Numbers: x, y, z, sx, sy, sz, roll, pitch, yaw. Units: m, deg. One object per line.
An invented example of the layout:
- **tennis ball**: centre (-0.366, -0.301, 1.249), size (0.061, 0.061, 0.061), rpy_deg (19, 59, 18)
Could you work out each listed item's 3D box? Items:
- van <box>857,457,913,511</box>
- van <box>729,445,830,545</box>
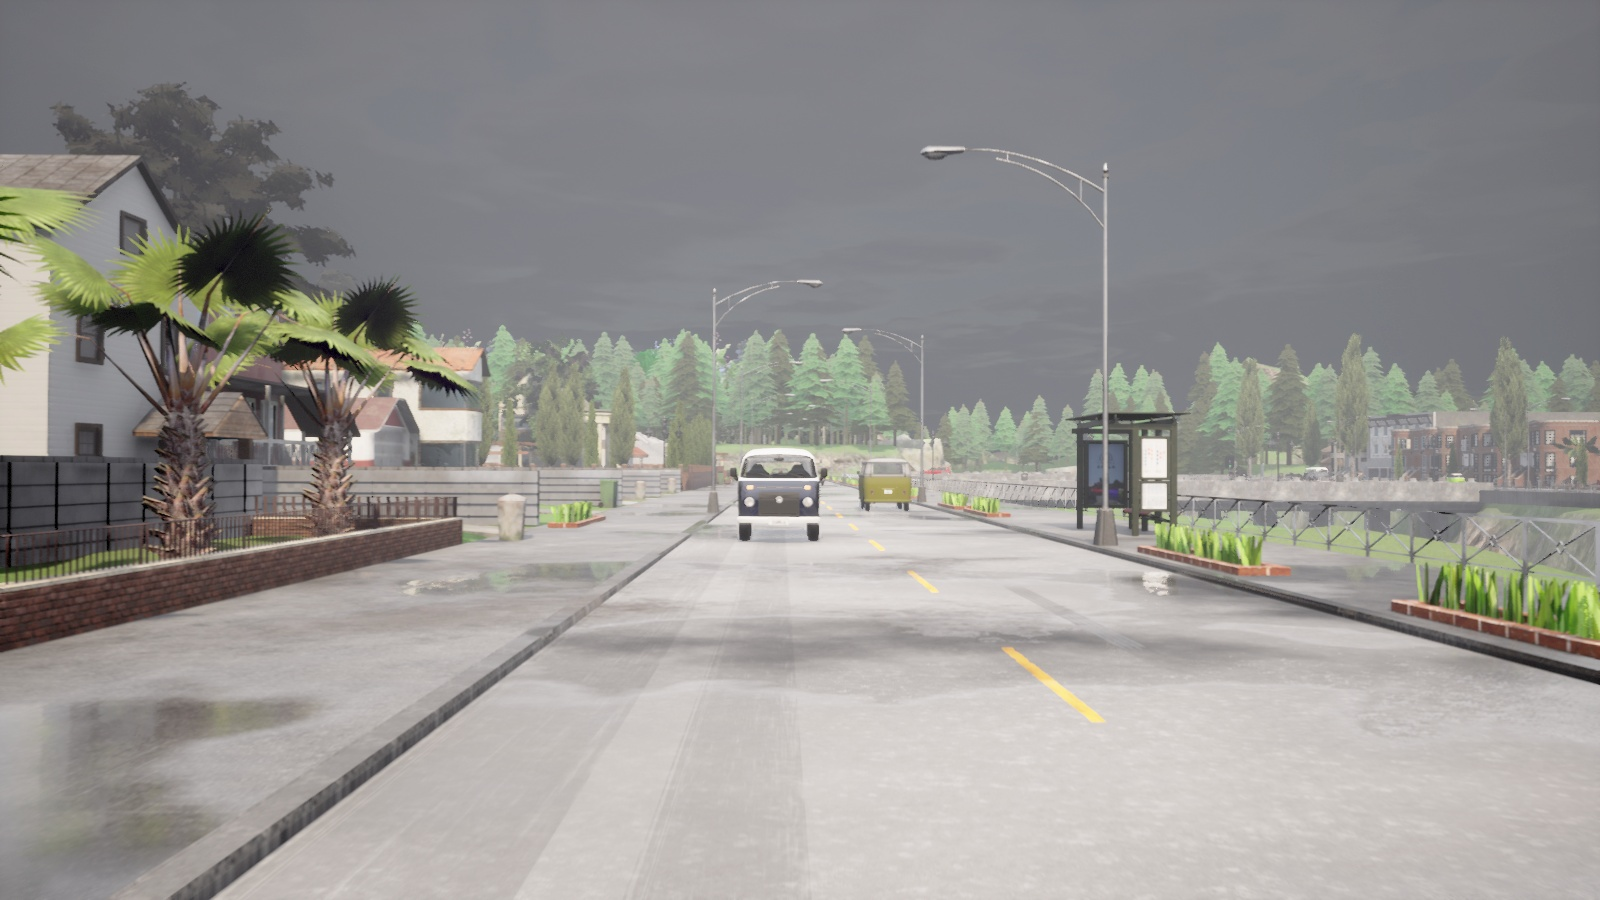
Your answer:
- **van**: centre (3.246, 1.290, 48.580), size (1.775, 1.987, 4.442), rpy_deg (0, -1, -1)
- **van**: centre (-0.453, 0.963, 28.062), size (2.069, 2.038, 4.480), rpy_deg (0, -1, -1)
